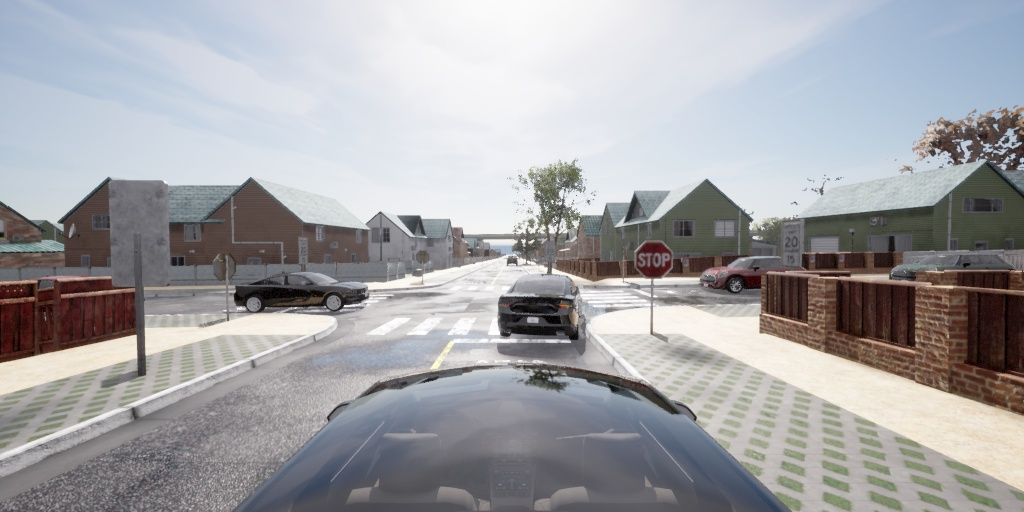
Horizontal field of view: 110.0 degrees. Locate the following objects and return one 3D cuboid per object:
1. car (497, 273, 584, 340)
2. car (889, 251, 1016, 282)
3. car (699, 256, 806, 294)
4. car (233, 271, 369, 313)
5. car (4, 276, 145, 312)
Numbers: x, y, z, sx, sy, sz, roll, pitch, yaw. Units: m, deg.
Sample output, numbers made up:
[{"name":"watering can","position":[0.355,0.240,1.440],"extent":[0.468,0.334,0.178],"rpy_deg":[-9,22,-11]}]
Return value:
[{"name":"car","position":[0.962,1.224,10.114],"extent":[1.882,1.535,5.008],"rpy_deg":[0,0,12]},{"name":"car","position":[21.711,0.646,17.783],"extent":[4.553,1.767,2.097],"rpy_deg":[-1,2,0]},{"name":"car","position":[11.816,0.820,17.718],"extent":[4.553,1.767,2.097],"rpy_deg":[-1,2,0]},{"name":"car","position":[-8.461,1.377,14.646],"extent":[5.008,1.535,1.882],"rpy_deg":[-1,2,0]},{"name":"car","position":[-18.014,1.547,14.589],"extent":[5.008,1.535,1.882],"rpy_deg":[-1,2,0]}]
